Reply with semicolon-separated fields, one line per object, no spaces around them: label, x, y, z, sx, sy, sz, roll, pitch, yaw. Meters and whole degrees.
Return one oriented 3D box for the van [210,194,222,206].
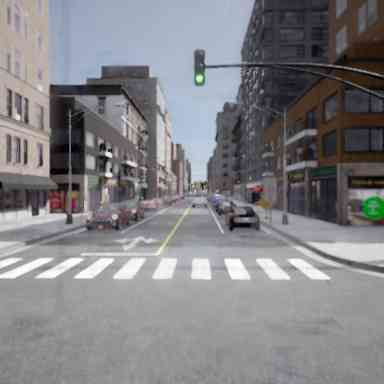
van;3.837;1.240;53.281;1.690;1.788;3.998;0;0;1

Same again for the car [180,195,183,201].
car;-3.625;1.427;75.522;1.887;1.381;4.507;0;0;1

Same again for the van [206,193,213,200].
van;4.818;1.200;91.845;1.690;1.788;3.998;0;0;1

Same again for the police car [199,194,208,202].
police car;2.560;1.305;74.333;1.930;1.638;5.238;0;0;1

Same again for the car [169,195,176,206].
car;-4.185;1.345;53.485;1.967;1.590;4.097;0;0;1

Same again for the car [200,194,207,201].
car;2.816;1.324;84.411;1.801;1.575;5.366;0;0;1

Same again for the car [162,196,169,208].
car;-4.464;1.470;42.467;2.008;1.369;4.403;0;0;1

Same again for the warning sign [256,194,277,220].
warning sign;5.402;1.062;24.134;1.300;1.860;1.060;0;0;1

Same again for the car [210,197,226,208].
car;3.698;1.456;47.773;2.008;1.369;4.403;0;0;1

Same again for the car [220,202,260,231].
car;2.998;1.523;20.227;1.947;1.339;4.313;0;0;1

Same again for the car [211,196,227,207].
car;3.418;1.489;36.755;1.947;1.339;4.313;0;0;1

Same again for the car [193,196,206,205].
car;1.317;1.444;57.621;2.033;1.411;5.357;0;0;1

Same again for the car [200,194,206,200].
car;2.969;1.317;90.409;1.801;1.575;5.366;0;0;1

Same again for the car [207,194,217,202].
car;4.258;1.322;69.809;1.967;1.590;4.097;0;0;1

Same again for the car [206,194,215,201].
car;4.538;1.311;80.827;1.967;1.590;4.097;0;0;1

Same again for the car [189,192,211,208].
car;1.135;1.130;47.195;2.150;2.045;5.566;0;0;1

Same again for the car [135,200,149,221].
car;-4.884;1.390;25.940;1.967;1.590;4.097;0;0;1

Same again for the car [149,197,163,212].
car;-4.604;1.510;36.959;1.802;1.307;4.206;0;0;1

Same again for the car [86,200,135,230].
car;-5.024;1.403;20.431;1.967;1.590;4.097;0;0;1

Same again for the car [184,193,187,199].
car;-3.204;1.409;92.050;1.887;1.381;4.507;0;0;1

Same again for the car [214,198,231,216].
car;3.278;1.515;31.247;1.802;1.307;4.206;0;0;1

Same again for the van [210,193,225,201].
van;3.558;1.255;42.263;1.690;1.788;3.998;0;0;1

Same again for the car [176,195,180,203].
car;-3.905;1.444;64.503;2.008;1.369;4.403;0;0;1
